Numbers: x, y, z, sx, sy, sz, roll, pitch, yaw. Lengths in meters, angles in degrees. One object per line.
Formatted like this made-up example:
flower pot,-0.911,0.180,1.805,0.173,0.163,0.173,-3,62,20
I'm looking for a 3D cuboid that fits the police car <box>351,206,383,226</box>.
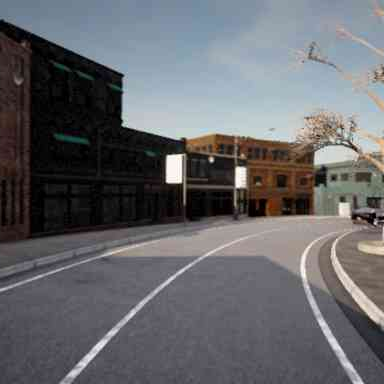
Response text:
police car,16.428,2.134,30.282,5.238,1.638,1.930,2,0,-38
